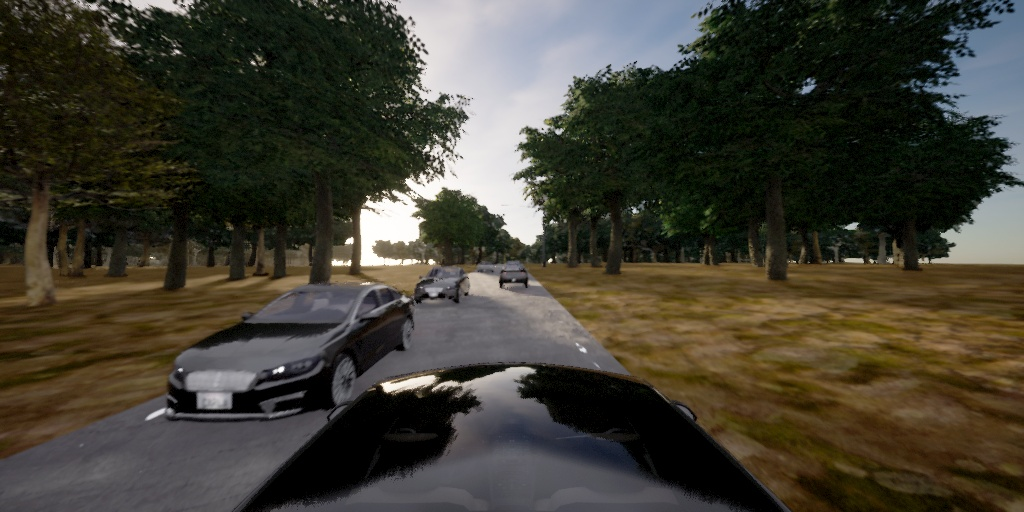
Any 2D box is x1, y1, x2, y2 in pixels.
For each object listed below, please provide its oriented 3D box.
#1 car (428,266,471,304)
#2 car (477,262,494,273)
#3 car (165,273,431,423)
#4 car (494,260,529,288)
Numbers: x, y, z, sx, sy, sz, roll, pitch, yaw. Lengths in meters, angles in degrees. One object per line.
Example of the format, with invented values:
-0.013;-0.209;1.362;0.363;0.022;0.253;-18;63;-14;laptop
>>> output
-3.048;1.243;16.512;2.128;1.511;4.902;0;0;1;car
-3.078;1.338;42.593;1.895;1.301;4.718;0;0;0;car
-3.091;1.240;6.184;2.128;1.511;4.902;0;0;0;car
0.107;1.243;23.970;2.128;1.511;4.902;0;0;0;car
